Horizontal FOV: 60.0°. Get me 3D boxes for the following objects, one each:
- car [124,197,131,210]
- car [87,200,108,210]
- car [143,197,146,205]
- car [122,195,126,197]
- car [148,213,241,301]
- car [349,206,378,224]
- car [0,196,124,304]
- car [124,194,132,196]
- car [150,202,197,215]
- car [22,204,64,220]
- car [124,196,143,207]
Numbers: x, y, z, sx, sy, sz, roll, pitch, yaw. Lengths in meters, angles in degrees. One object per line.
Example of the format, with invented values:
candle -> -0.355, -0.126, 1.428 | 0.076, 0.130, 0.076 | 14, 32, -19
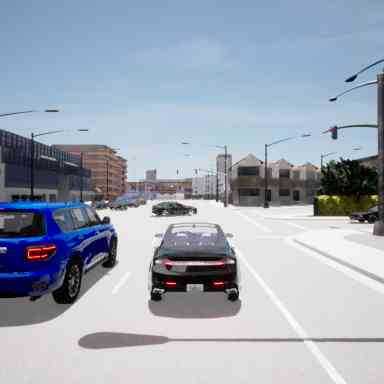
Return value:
car -> -10.671, 1.898, 48.338 | 1.837, 1.490, 4.892 | 0, -1, 0
car -> -14.179, 1.924, 50.246 | 1.837, 1.490, 4.892 | 0, -1, 0
car -> -10.608, 1.856, 69.029 | 2.128, 1.511, 4.902 | 0, 1, 0
car -> -14.154, 1.763, 61.119 | 2.097, 1.767, 4.553 | 0, 0, 0
car -> 0.055, 1.506, 8.365 | 2.128, 1.511, 4.902 | 0, 0, 0
car -> 15.061, 1.686, 25.499 | 5.357, 1.411, 2.033 | 0, -1, 0
car -> -3.446, 1.239, 8.320 | 2.150, 2.045, 5.566 | 0, 0, 0
car -> -14.112, 1.518, 71.489 | 2.150, 2.045, 5.566 | 0, 1, 0
car -> -1.837, 1.763, 34.297 | 4.892, 1.490, 1.837 | 0, 3, -27
car -> -14.148, 1.828, 31.882 | 1.895, 1.301, 4.718 | 0, -1, 0
car -> -10.667, 1.964, 59.499 | 2.033, 1.411, 5.357 | 0, 0, 0
